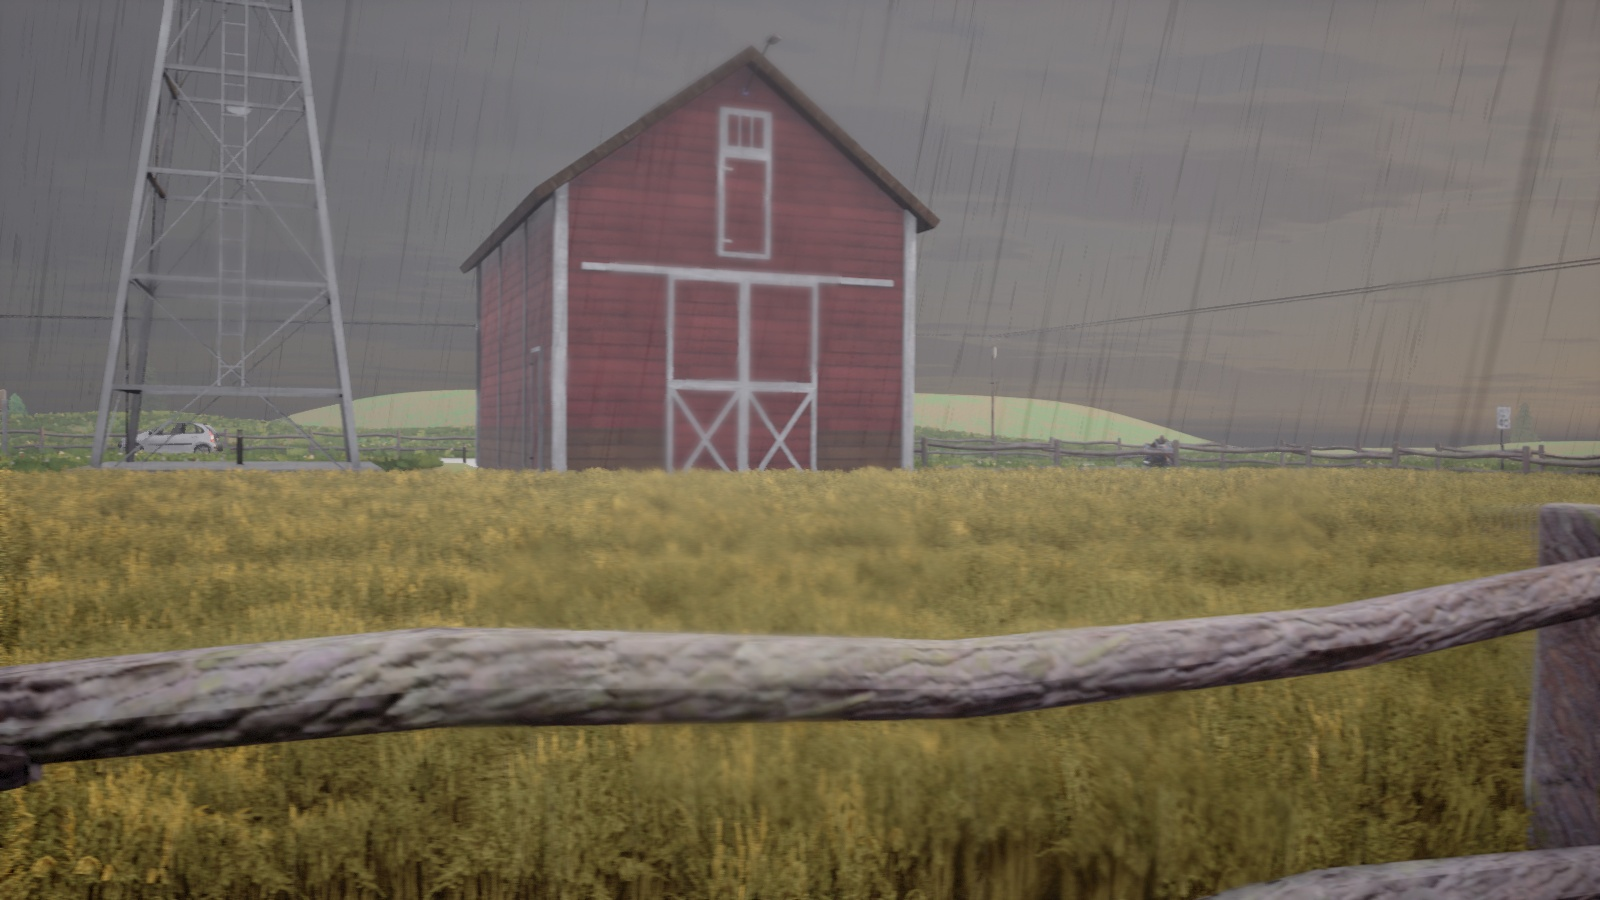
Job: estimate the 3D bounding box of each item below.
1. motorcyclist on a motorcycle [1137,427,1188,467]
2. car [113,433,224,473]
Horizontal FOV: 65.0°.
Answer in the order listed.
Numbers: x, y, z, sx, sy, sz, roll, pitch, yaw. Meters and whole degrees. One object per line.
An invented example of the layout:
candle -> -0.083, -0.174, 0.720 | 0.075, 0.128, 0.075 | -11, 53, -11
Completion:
motorcyclist on a motorcycle -> 14.352, -0.132, 49.775 | 0.866, 1.530, 2.191 | -1, 1, -18
car -> -27.252, 0.107, 54.343 | 3.988, 1.617, 1.851 | -1, 1, -15
